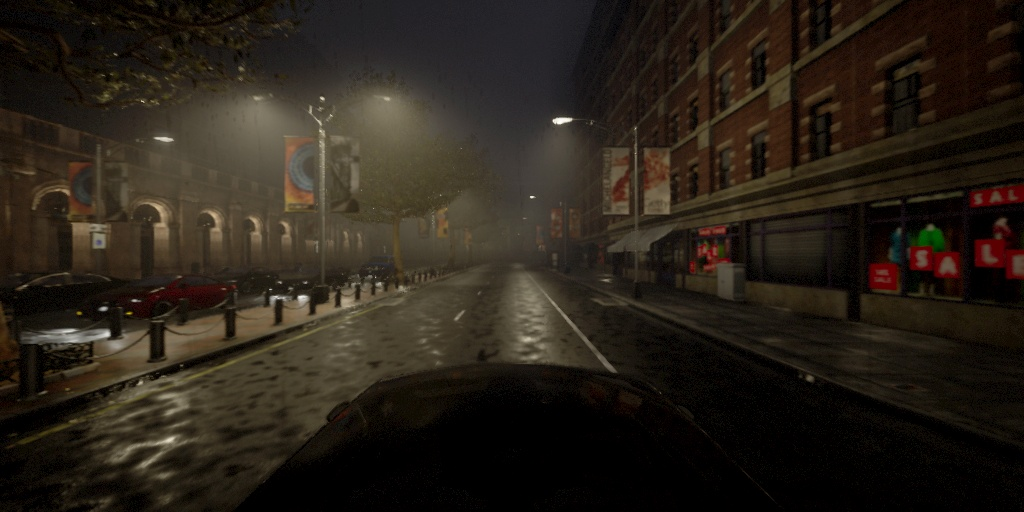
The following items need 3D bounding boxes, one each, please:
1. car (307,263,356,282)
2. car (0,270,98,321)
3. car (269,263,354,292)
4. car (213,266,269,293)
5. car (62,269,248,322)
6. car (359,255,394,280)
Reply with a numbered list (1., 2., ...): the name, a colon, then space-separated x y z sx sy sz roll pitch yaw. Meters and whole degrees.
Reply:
1. car: -15.006 1.305 30.137 1.994 1.385 4.181 0 0 0
2. car: -15.088 1.238 11.376 2.128 1.511 4.902 0 0 0
3. car: -11.532 1.291 21.406 2.033 1.411 5.357 0 0 0
4. car: -15.037 1.308 20.260 1.994 1.385 4.181 0 0 1
5. car: -11.586 1.310 12.163 1.994 1.385 4.181 0 0 0
6. car: -11.507 0.962 31.906 2.150 2.045 5.566 0 0 0
